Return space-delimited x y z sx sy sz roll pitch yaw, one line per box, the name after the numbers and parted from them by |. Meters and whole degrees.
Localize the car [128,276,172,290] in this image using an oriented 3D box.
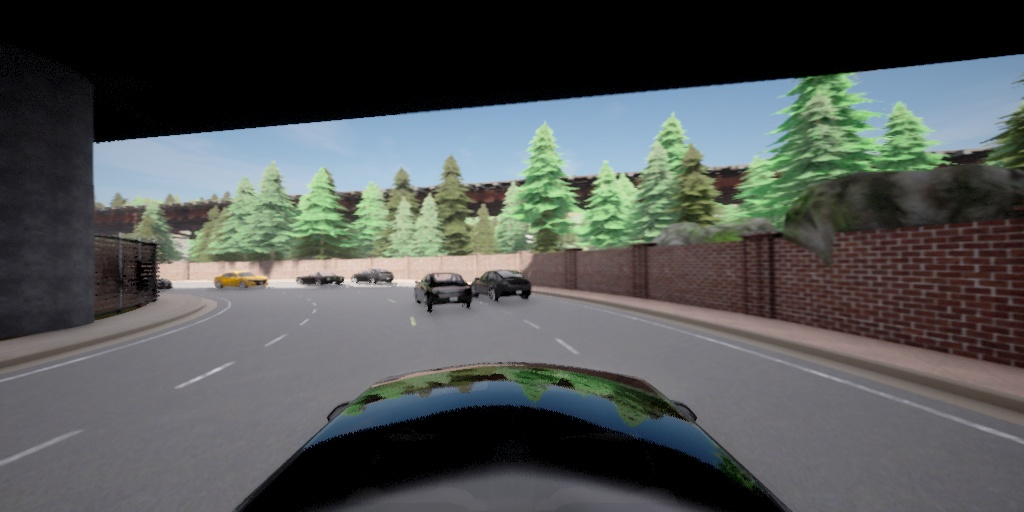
-30.520 2.238 29.658 4.181 1.385 1.994 -1 -1 14 | car

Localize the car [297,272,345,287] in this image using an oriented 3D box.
-17.252 2.067 32.179 4.718 1.301 1.895 -2 -1 31 | car

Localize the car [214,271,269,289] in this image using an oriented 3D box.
-23.464 2.043 31.106 5.008 1.535 1.882 -1 -1 21 | car

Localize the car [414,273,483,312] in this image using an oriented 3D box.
-3.167 1.487 15.973 2.128 1.511 4.902 -1 -1 -23 | car

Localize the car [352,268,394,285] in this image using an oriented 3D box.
-13.022 1.896 33.417 4.902 1.511 2.128 -2 -1 36 | car

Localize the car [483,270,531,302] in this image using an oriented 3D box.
-0.686 1.493 18.881 1.837 1.490 4.892 0 -1 -25 | car
